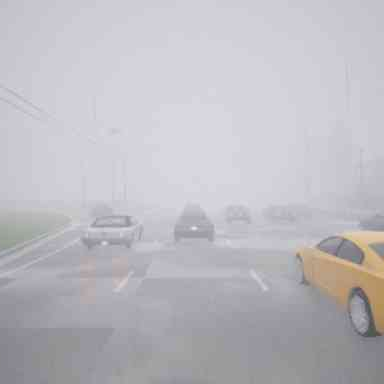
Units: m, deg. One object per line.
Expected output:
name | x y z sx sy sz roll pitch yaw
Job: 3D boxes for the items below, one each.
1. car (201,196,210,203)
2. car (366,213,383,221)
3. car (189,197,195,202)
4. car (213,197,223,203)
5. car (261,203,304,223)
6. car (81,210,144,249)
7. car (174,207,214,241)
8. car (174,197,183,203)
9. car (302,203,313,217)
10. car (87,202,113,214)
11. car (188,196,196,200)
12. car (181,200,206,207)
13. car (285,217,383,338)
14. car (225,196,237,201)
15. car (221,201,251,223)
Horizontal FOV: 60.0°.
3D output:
car | 3.500 2.003 85.570 2.097 1.767 4.553 0 0 0
car | 7.099 1.629 10.535 2.033 1.411 5.357 0 0 0
car | 0.001 2.065 95.603 1.837 1.490 4.892 0 0 0
car | 7.000 2.172 85.599 1.812 1.442 4.674 0 0 0
car | 7.101 1.757 27.356 2.033 1.411 5.357 0 0 0
car | -3.399 1.715 15.174 1.895 1.301 4.718 0 0 0
car | 0.100 1.697 17.634 1.994 1.385 4.181 0 0 0
car | -3.500 2.003 85.570 2.097 1.767 4.553 0 0 0
car | 10.601 1.820 33.428 1.994 1.385 4.181 0 0 0
car | -8.895 1.749 32.023 1.837 1.490 4.892 1 -1 -26
car | 0.000 2.003 85.570 2.097 1.767 4.553 0 0 0
car | 0.100 1.819 33.332 1.994 1.385 4.181 0 0 0
car | 3.592 1.530 6.726 1.882 1.535 5.008 0 0 0
car | 10.500 2.169 85.182 2.128 1.511 4.902 0 0 0
car | 3.601 1.756 27.353 2.033 1.411 5.357 0 0 0
